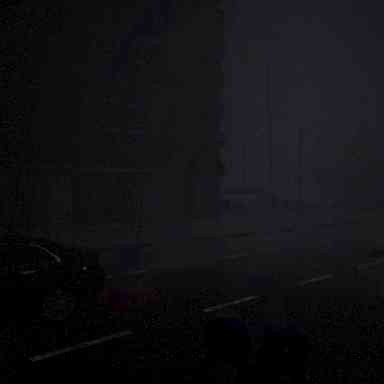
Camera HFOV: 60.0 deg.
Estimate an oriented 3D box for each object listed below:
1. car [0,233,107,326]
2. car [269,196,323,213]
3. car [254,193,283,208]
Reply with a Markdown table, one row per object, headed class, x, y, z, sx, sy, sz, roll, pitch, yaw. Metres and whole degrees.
| class | x | y | z | sx | sy | sz | roll | pitch | yaw |
| --- | --- | --- | --- | --- | --- | --- | --- | --- | --- |
| car | -3.877 | 1.506 | 5.457 | 4.892 | 1.490 | 1.837 | 0 | 0 | -37 |
| car | 11.462 | 1.492 | 36.396 | 2.033 | 1.411 | 5.357 | 0 | 0 | -37 |
| car | 10.646 | 1.166 | 43.186 | 2.150 | 2.045 | 5.566 | 0 | 0 | -38 |
